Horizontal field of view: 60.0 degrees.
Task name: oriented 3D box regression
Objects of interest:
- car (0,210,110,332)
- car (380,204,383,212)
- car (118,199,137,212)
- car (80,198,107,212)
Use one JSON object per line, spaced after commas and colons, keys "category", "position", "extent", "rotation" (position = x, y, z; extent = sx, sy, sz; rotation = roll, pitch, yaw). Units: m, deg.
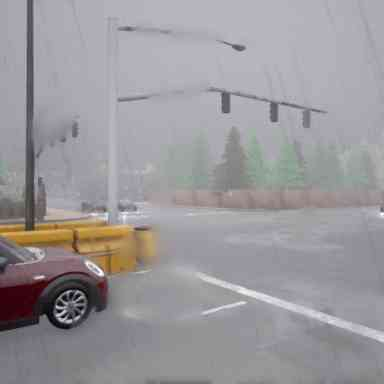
{"category": "car", "position": [-3.703, 1.352, 5.430], "extent": [4.553, 1.767, 2.097], "rotation": [0, 0, -35]}
{"category": "car", "position": [23.037, 1.578, 37.529], "extent": [4.181, 1.385, 1.994], "rotation": [0, 0, -35]}
{"category": "car", "position": [-8.276, 1.531, 39.857], "extent": [1.812, 1.442, 4.674], "rotation": [0, 0, -36]}
{"category": "car", "position": [-11.273, 1.509, 38.029], "extent": [1.837, 1.490, 4.892], "rotation": [0, 0, -36]}
